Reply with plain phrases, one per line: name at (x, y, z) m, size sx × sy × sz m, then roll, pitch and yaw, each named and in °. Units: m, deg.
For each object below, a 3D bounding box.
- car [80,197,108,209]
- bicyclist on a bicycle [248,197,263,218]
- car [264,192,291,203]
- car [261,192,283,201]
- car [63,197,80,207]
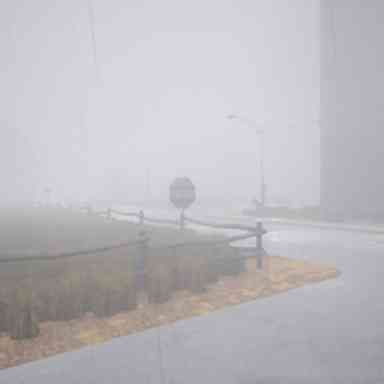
car at (-12.380, 1.387, 42.749) m, size 1.882 × 1.535 × 5.008 m, roll 0°, pitch 0°, yaw -35°
bicyclist on a bicycle at (4.827, 1.185, 25.344) m, size 1.656 × 1.620 × 0.582 m, roll -1°, pitch 0°, yaw -36°
car at (14.207, 1.210, 55.123) m, size 2.242 × 1.667 × 4.611 m, roll 0°, pitch 0°, yaw -36°
car at (17.701, 0.954, 74.094) m, size 1.932 × 1.855 × 4.605 m, roll 0°, pitch 0°, yaw -36°
car at (-18.289, 1.435, 50.858) m, size 1.812 × 1.442 × 4.674 m, roll 0°, pitch 0°, yaw -36°
